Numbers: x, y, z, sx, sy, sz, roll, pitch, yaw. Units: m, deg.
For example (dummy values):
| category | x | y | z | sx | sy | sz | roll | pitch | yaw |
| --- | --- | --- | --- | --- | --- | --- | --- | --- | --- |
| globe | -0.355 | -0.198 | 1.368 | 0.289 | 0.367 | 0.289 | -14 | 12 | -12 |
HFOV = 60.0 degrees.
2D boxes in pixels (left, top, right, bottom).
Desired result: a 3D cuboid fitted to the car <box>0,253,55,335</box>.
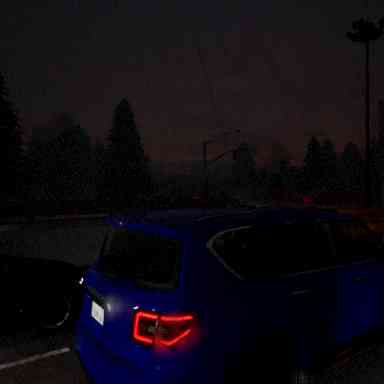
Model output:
| category | x | y | z | sx | sy | sz | roll | pitch | yaw |
| --- | --- | --- | --- | --- | --- | --- | --- | --- | --- |
| car | -3.782 | 1.565 | 5.339 | 4.181 | 1.385 | 1.994 | 0 | 0 | -36 |

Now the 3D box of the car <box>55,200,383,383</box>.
| category | x | y | z | sx | sy | sz | roll | pitch | yaw |
| --- | --- | --- | --- | --- | --- | --- | --- | --- | --- |
| car | 1.310 | 1.206 | 4.662 | 5.566 | 2.045 | 2.150 | -1 | 0 | -35 |

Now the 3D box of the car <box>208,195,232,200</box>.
| category | x | y | z | sx | sy | sz | roll | pitch | yaw |
| --- | --- | --- | --- | --- | --- | --- | --- | --- | --- |
| car | 3.391 | 1.351 | 48.700 | 1.994 | 1.385 | 4.181 | -1 | 0 | -35 |

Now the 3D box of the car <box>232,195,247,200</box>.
| category | x | y | z | sx | sy | sz | roll | pitch | yaw |
| --- | --- | --- | --- | --- | --- | --- | --- | --- | --- |
| car | 6.372 | 1.239 | 50.543 | 1.882 | 1.535 | 5.008 | -1 | 0 | -35 |

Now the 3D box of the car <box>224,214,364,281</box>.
| category | x | y | z | sx | sy | sz | roll | pitch | yaw |
| --- | --- | --- | --- | --- | --- | --- | --- | --- | --- |
| car | 3.255 | 1.513 | 10.332 | 4.181 | 1.385 | 1.994 | -1 | 0 | -34 |
